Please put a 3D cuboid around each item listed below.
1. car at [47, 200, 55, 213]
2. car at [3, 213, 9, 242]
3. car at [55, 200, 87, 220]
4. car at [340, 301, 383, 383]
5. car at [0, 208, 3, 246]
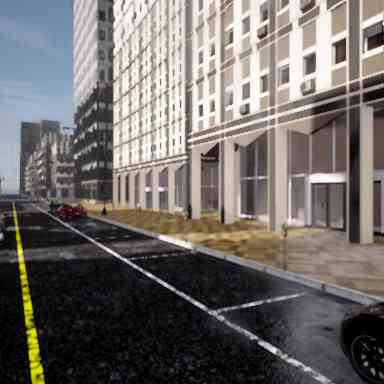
[{"bbox_3d":[-15.327,1.554,37.699,2.008,1.369,4.403,0,0,-28],"label":"car"},{"bbox_3d":[-10.936,1.506,17.644,1.837,1.490,4.892,0,0,-28],"label":"car"},{"bbox_3d":[-9.949,1.545,27.763,1.887,1.381,4.507,0,0,-28],"label":"car"},{"bbox_3d":[3.492,1.564,2.925,1.947,1.339,4.313,0,0,-28],"label":"car"},{"bbox_3d":[-4.502,1.221,5.529,2.150,2.045,5.566,0,0,-28],"label":"car"}]
